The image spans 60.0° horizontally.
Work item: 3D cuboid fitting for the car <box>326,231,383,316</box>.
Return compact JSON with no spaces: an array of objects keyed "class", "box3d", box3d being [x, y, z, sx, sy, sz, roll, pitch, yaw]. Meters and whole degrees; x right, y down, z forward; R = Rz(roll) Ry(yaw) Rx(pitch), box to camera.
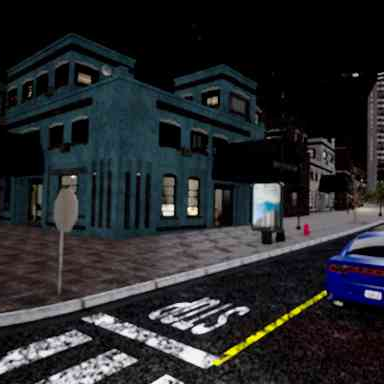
[{"class":"car","box3d":[4.609,1.630,7.482,1.882,1.535,5.008,0,-1,40]}]
